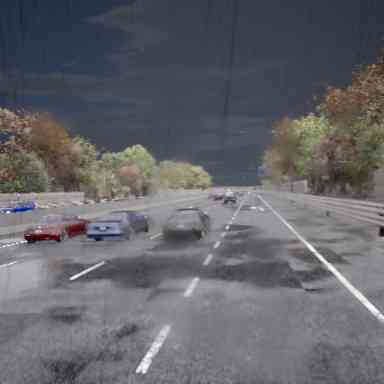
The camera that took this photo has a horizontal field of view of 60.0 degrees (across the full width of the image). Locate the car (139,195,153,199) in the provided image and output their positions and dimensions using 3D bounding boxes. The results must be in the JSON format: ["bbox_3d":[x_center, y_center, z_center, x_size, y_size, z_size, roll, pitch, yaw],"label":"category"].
[{"bbox_3d":[-10.415,1.451,79.564,2.097,1.767,4.553,-3,0,10],"label":"car"}]

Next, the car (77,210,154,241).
[{"bbox_3d":[-3.626,1.683,17.634,2.033,1.411,5.357,-3,0,10],"label":"car"}]

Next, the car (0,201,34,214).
[{"bbox_3d":[-21.067,2.149,39.811,2.150,2.045,5.566,-3,0,11],"label":"car"}]

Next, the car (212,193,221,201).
[{"bbox_3d":[6.018,1.033,72.024,1.882,1.535,5.008,-3,0,10],"label":"car"}]

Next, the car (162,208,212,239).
[{"bbox_3d":[-0.159,1.534,17.163,1.994,1.385,4.181,-3,0,10],"label":"car"}]

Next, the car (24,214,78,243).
[{"bbox_3d":[-7.091,1.866,18.118,1.994,1.385,4.181,-3,0,10],"label":"car"}]

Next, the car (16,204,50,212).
[{"bbox_3d":[-17.702,2.370,38.701,1.895,1.301,4.718,-3,0,11],"label":"car"}]

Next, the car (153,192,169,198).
[{"bbox_3d":[-6.890,1.001,79.494,2.150,2.045,5.566,-3,0,10],"label":"car"}]

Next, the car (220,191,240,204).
[{"bbox_3d":[5.978,1.106,51.776,1.837,1.490,4.892,-3,0,10],"label":"car"}]

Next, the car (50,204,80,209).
[{"bbox_3d":[-14.129,2.160,38.847,1.994,1.385,4.181,-3,0,10],"label":"car"}]

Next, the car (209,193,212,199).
[{"bbox_3d":[5.701,1.010,90.256,1.882,1.535,5.008,-3,0,10],"label":"car"}]
